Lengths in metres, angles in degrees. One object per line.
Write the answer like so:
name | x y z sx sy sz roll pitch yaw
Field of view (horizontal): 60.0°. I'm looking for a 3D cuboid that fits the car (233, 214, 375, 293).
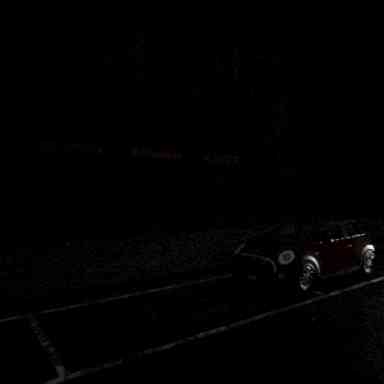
car | 2.995 1.427 8.787 4.097 1.590 1.967 0 0 -35
